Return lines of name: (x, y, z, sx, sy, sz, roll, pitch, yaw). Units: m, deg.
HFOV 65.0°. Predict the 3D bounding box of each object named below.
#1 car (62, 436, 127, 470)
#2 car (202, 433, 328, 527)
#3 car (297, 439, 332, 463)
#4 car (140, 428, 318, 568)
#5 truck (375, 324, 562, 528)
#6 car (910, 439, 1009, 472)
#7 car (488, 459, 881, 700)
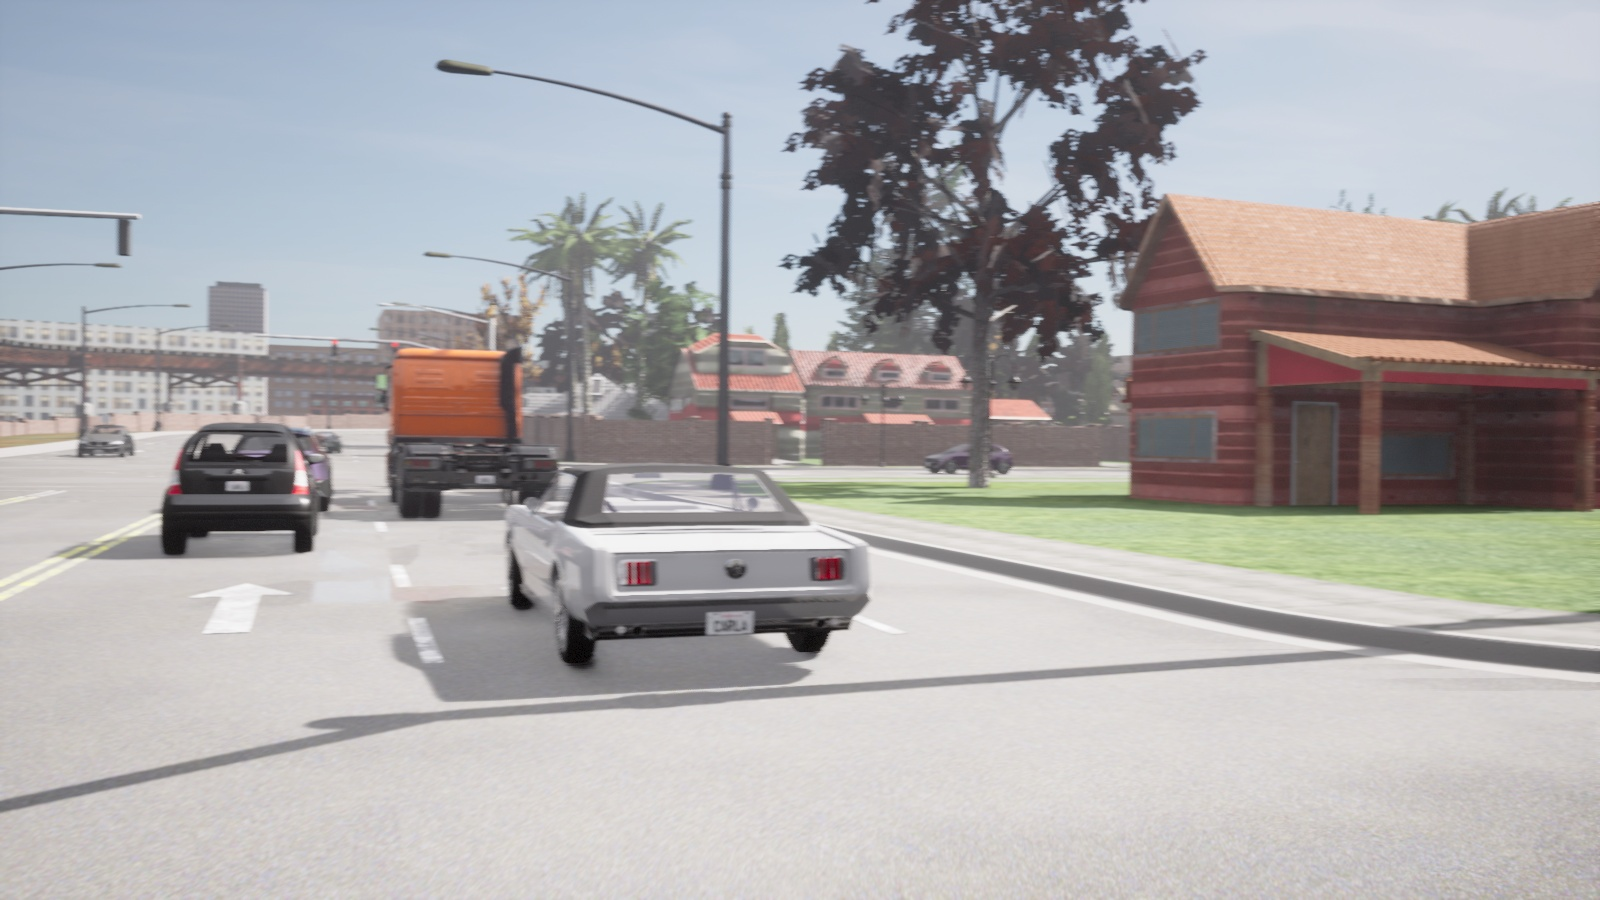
car: (-36.643, 0.103, 65.368, 2.242, 1.667, 4.611, 0, 1, -20)
car: (-10.449, 0.515, 24.835, 2.033, 1.649, 4.856, 0, 0, -20)
car: (-30.667, 0.050, 79.468, 1.994, 1.385, 4.181, 0, 1, -20)
car: (-7.416, 0.535, 16.640, 1.851, 1.617, 3.988, 0, 0, -20)
truck: (-6.960, -0.420, 25.477, 2.891, 3.462, 7.936, 0, 0, -20)
car: (7.433, 0.252, 58.507, 4.193, 1.474, 1.816, 0, 0, -22)
car: (-1.192, 0.764, 9.739, 1.895, 1.301, 4.718, 0, 0, -20)
